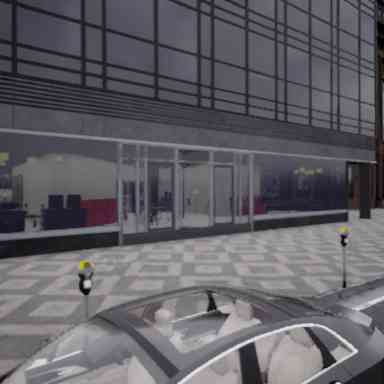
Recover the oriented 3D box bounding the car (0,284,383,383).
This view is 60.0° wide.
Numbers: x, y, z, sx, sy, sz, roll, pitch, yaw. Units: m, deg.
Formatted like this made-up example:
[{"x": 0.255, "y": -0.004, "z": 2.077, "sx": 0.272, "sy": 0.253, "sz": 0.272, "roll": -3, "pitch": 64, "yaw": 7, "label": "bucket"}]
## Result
[{"x": -0.176, "y": 1.536, "z": 2.402, "sx": 4.403, "sy": 1.369, "sz": 2.008, "roll": -1, "pitch": 0, "yaw": -35, "label": "car"}]
